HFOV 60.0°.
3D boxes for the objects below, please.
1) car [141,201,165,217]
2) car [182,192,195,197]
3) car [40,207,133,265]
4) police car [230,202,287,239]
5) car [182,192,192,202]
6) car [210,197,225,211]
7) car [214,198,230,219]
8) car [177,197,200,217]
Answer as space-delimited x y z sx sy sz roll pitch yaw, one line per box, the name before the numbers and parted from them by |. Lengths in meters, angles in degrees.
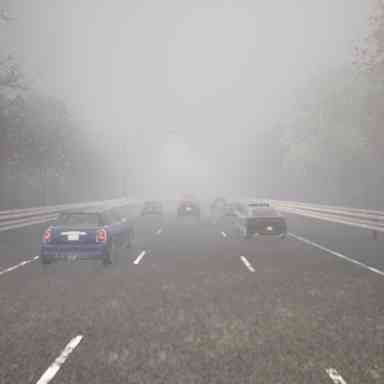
car | -3.599 1.509 30.906 2.033 1.411 5.357 0 0 -1
car | -0.646 1.139 60.522 2.150 2.045 5.566 0 0 -1
car | -3.437 1.339 11.734 2.097 1.767 4.553 0 0 0
police car | 3.437 1.404 17.334 1.930 1.638 5.238 0 0 0
car | -1.171 1.111 77.028 2.150 2.045 5.566 0 0 -2
car | 3.189 1.380 39.298 2.033 1.649 4.856 0 0 -1
car | 3.336 1.512 28.262 2.033 1.411 5.357 0 0 -1
car | -0.286 1.466 30.372 2.163 1.488 4.792 0 0 0
